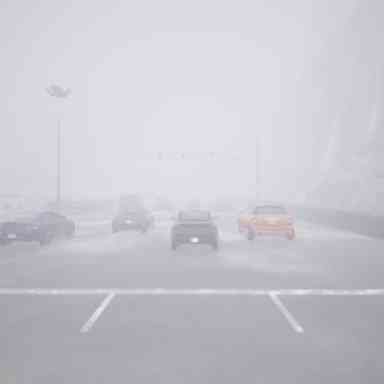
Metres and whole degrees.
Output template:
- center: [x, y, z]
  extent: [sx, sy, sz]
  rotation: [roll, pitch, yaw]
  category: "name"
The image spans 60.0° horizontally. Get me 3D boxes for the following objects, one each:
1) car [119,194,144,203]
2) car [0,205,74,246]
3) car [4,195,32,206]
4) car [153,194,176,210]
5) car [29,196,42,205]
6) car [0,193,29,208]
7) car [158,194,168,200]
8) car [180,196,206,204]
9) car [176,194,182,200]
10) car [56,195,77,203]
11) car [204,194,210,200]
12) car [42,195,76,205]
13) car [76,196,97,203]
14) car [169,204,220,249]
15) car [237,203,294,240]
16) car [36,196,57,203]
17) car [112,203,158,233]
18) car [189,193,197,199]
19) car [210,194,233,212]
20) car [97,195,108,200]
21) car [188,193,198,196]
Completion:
- center: [-6.898, 1.192, 38.227]
  extent: [2.150, 2.045, 5.566]
  rotation: [0, 0, 0]
  category: "car"
- center: [-6.914, 1.523, 15.113]
  extent: [1.812, 1.442, 4.674]
  rotation: [0, 0, 0]
  category: "car"
- center: [-27.920, 1.371, 53.609]
  extent: [1.882, 1.535, 5.008]
  rotation: [0, 0, 0]
  category: "car"
- center: [-3.396, 1.317, 39.402]
  extent: [2.097, 1.767, 4.553]
  rotation: [0, 0, 0]
  category: "car"
- center: [-24.415, 1.381, 54.229]
  extent: [2.128, 1.511, 4.902]
  rotation: [0, 0, 0]
  category: "car"
- center: [-24.490, 1.164, 44.112]
  extent: [2.150, 2.045, 5.566]
  rotation: [0, 0, 0]
  category: "car"
- center: [-6.734, 1.150, 77.401]
  extent: [1.994, 1.385, 4.181]
  rotation: [0, 1, 0]
  category: "car"
- center: [0.102, 1.530, 35.944]
  extent: [2.033, 1.411, 5.357]
  rotation: [0, 0, 0]
  category: "car"
- center: [-3.253, 1.134, 74.960]
  extent: [1.837, 1.490, 4.892]
  rotation: [0, 1, 0]
  category: "car"
- center: [-24.334, 1.301, 64.532]
  extent: [2.128, 1.511, 4.902]
  rotation: [0, 1, 0]
  category: "car"
- center: [3.750, 1.181, 75.316]
  extent: [1.994, 1.385, 4.181]
  rotation: [0, 1, 0]
  category: "car"
- center: [-17.492, 1.448, 43.847]
  extent: [1.837, 1.490, 4.892]
  rotation: [0, 0, 0]
  category: "car"
- center: [-17.420, 1.372, 53.555]
  extent: [1.882, 1.535, 5.008]
  rotation: [0, 0, 0]
  category: "car"
- center: [0.100, 1.502, 14.604]
  extent: [1.837, 1.490, 4.892]
  rotation: [0, 0, 0]
  category: "car"
- center: [3.600, 1.348, 16.978]
  extent: [2.097, 1.767, 4.553]
  rotation: [0, 0, 0]
  category: "car"
- center: [-27.840, 1.389, 63.892]
  extent: [1.895, 1.301, 4.718]
  rotation: [0, 1, 0]
  category: "car"
- center: [-3.400, 1.559, 19.842]
  extent: [1.994, 1.385, 4.181]
  rotation: [0, 0, 0]
  category: "car"
- center: [0.309, 0.980, 82.849]
  extent: [1.812, 1.442, 4.674]
  rotation: [0, 1, 0]
  category: "car"
- center: [3.607, 1.324, 39.365]
  extent: [2.097, 1.767, 4.553]
  rotation: [0, 0, 0]
  category: "car"
- center: [-17.340, 1.317, 63.845]
  extent: [1.812, 1.442, 4.674]
  rotation: [0, 1, 0]
  category: "car"
- center: [0.228, 1.147, 72.432]
  extent: [1.882, 1.535, 5.008]
  rotation: [0, 1, 0]
  category: "car"
